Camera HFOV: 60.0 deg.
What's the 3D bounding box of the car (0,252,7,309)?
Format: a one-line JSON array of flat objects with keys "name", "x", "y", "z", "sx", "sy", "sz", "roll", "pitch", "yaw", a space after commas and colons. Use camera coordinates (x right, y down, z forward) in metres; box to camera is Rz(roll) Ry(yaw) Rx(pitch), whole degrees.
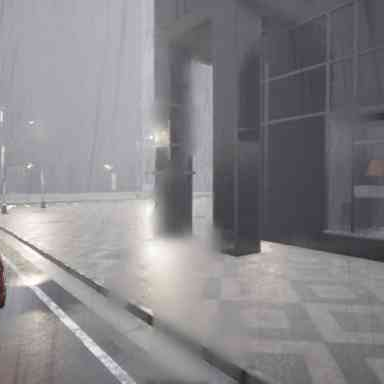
[{"name": "car", "x": -5.055, "y": 1.330, "z": 6.592, "sx": 1.882, "sy": 1.535, "sz": 5.008, "roll": -2, "pitch": 2, "yaw": -38}]
